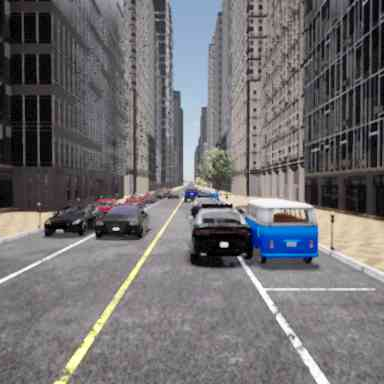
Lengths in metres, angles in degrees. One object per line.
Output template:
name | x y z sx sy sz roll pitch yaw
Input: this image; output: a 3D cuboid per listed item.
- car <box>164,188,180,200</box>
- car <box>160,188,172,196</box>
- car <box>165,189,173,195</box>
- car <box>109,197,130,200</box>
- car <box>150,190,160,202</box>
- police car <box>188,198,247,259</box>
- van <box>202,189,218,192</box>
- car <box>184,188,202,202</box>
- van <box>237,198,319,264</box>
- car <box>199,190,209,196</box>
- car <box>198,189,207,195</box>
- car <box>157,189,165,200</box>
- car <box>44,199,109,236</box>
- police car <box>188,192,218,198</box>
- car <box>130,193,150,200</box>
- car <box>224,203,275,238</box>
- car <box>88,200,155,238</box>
car | -3.103 0.552 56.352 1.994 1.385 4.181 0 1 0
car | -5.743 -0.014 73.459 2.192 1.841 5.009 0 1 0
car | -5.750 0.038 84.857 1.802 1.307 4.206 0 1 0
car | -5.708 1.151 22.199 1.887 1.381 4.507 0 1 0
car | -5.724 0.779 44.984 1.802 1.307 4.206 0 1 0
police car | 0.892 1.215 11.803 1.930 1.638 5.238 0 1 0
van | 2.656 0.538 44.985 1.690 1.788 3.998 0 1 0
car | -0.029 0.363 48.105 2.150 2.045 5.566 0 1 0
van | 2.679 1.148 10.808 1.690 1.788 3.998 0 1 0
car | 2.638 0.221 73.468 2.008 1.369 4.403 0 1 0
car | 2.630 0.006 84.861 2.008 1.369 4.403 0 1 0
car | -5.731 0.554 56.375 1.947 1.339 4.313 0 1 0
car | -5.705 1.273 16.503 1.947 1.339 4.313 0 1 0
police car | 0.885 1.038 21.802 1.930 1.638 5.238 0 1 0
car | -5.716 0.985 33.592 1.802 1.307 4.206 0 1 0
car | 2.676 1.288 16.508 1.802 1.307 4.206 0 1 0
car | -3.110 1.286 15.603 1.994 1.385 4.181 0 1 0
